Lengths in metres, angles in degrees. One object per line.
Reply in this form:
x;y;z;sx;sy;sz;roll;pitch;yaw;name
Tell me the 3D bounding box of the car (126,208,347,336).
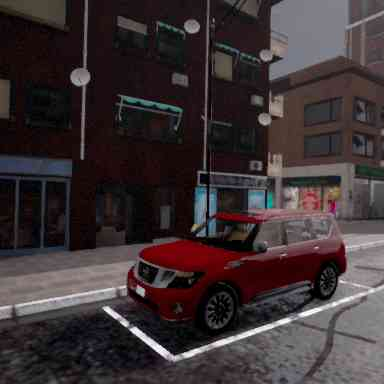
1.210;1.317;6.927;5.009;1.841;2.192;0;2;-35;car
